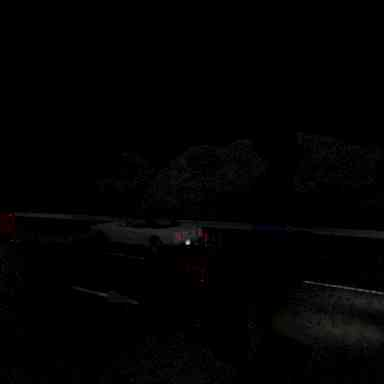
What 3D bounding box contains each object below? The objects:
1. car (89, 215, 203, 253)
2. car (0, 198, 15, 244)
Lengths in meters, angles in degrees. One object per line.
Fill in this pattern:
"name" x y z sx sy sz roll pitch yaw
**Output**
"car" -2.018 1.596 13.604 4.718 1.301 1.895 0 0 33
"car" -10.073 1.233 14.416 5.566 2.045 2.150 0 0 30
